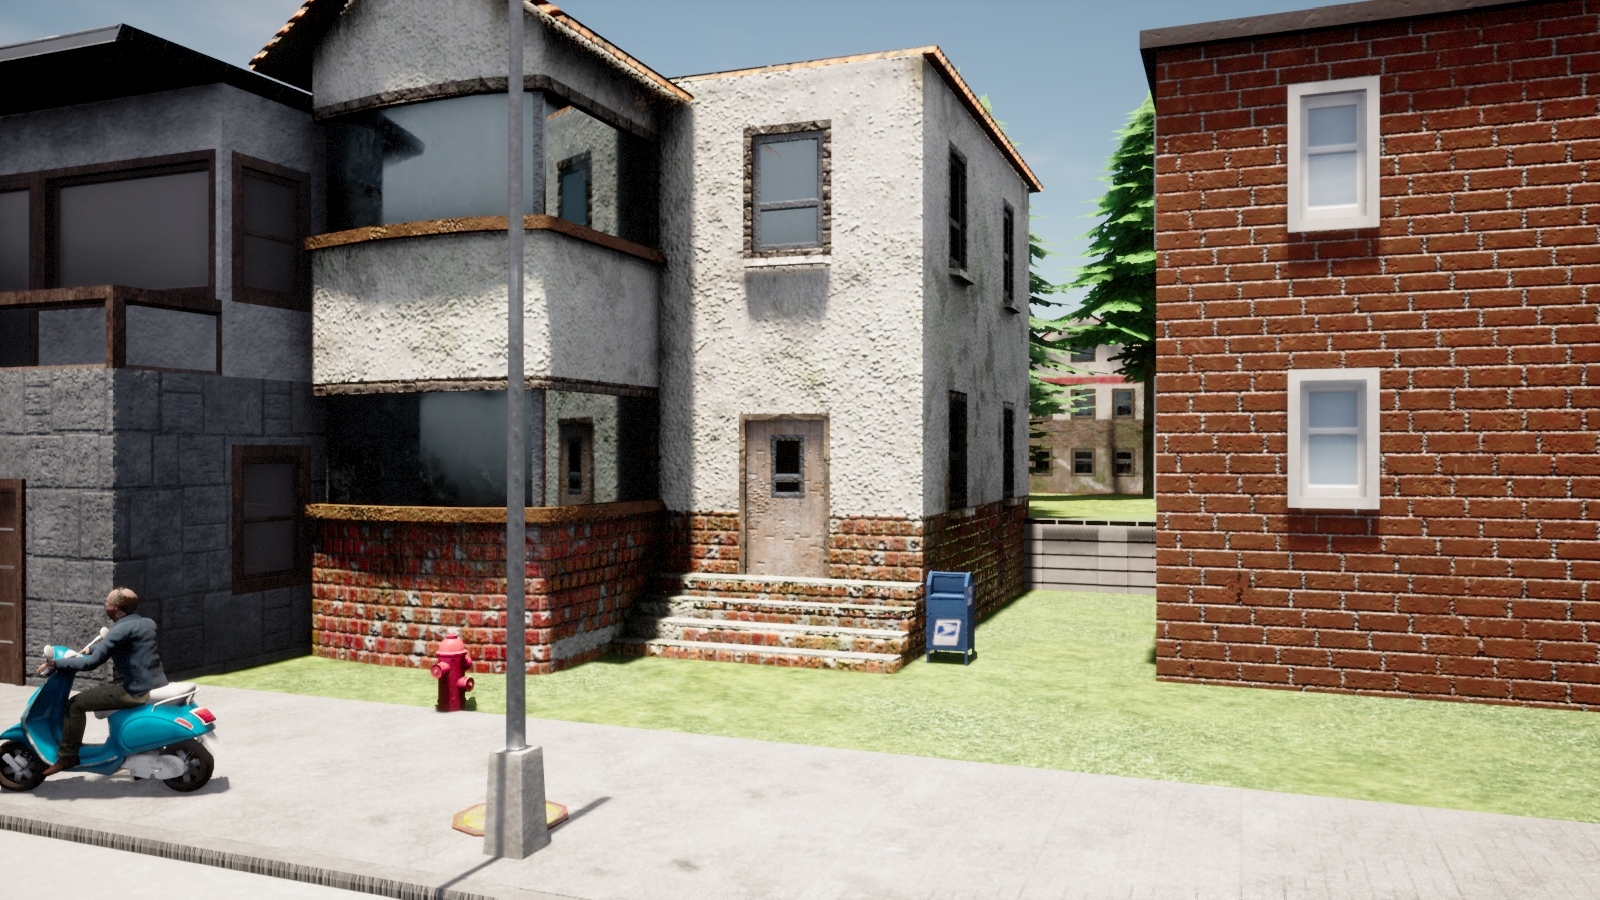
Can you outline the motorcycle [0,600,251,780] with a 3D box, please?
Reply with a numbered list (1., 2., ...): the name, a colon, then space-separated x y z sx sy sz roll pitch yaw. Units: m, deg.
1. motorcycle: -5.442 1.858 9.019 1.805 1.236 0.856 0 0 1
